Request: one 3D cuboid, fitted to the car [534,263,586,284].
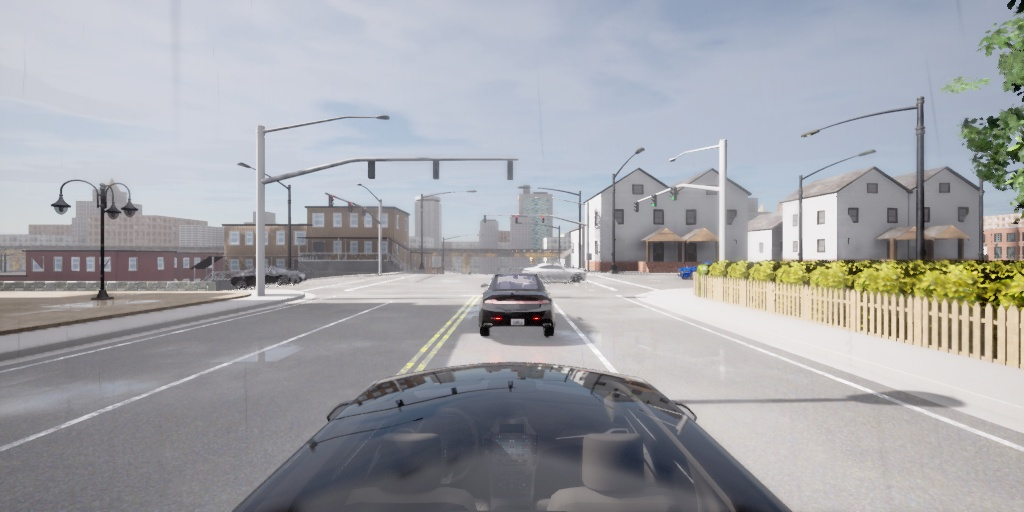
[{"bbox_3d":[3.100,1.254,26.502,4.674,1.442,1.812,0,0,-1],"label":"car"}]

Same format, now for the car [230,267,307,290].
[{"bbox_3d":[-17.764,1.547,26.253,4.902,1.511,2.128,-5,0,-1],"label":"car"}]

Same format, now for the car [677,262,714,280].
[{"bbox_3d":[16.655,1.228,30.377,5.008,1.535,1.882,0,0,-1],"label":"car"}]

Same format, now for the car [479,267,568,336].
[{"bbox_3d":[0.114,1.242,10.332,2.128,1.511,4.902,0,0,0],"label":"car"}]
